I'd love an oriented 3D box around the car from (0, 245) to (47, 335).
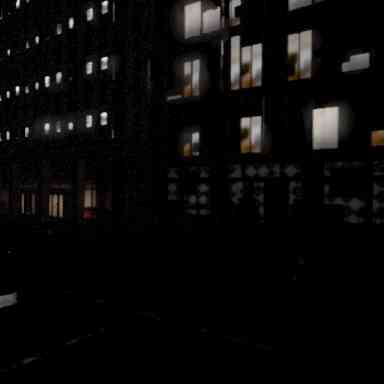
[{"bbox_3d":[-4.350,1.598,5.958,4.313,1.339,1.947,0,1,35],"label":"car"}]
